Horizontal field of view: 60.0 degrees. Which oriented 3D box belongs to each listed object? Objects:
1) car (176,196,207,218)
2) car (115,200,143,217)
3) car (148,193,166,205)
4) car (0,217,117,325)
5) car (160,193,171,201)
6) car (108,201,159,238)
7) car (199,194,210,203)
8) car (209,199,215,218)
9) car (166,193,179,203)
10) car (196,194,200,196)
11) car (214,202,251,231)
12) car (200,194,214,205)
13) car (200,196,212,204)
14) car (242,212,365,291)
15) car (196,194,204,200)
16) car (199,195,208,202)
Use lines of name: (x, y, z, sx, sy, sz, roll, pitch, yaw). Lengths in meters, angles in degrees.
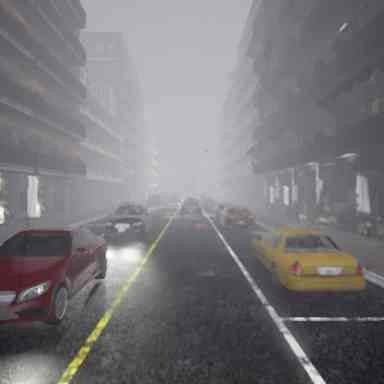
car: (-0.066, 1.407, 29.561, 2.128, 1.511, 4.902, 0, 0, 0)
car: (-5.828, 1.503, 31.212, 1.802, 1.307, 4.206, 0, 0, 0)
car: (-5.934, 1.186, 53.862, 2.192, 1.841, 5.009, 0, 0, 0)
car: (-3.126, 1.505, 7.216, 1.812, 1.442, 4.674, 0, 0, 0)
car: (-6.041, 1.149, 76.508, 2.192, 1.841, 5.009, 0, 0, 0)
car: (-3.165, 1.440, 17.409, 2.128, 1.511, 4.902, 0, 0, 0)
car: (2.393, 1.272, 65.203, 1.967, 1.590, 4.097, 0, 0, 0)
car: (2.579, 1.463, 25.568, 1.887, 1.381, 4.507, 0, 0, 0)
car: (-3.312, 1.198, 64.731, 2.097, 1.767, 4.553, 0, 0, 0)
car: (-0.134, 1.399, 47.613, 1.812, 1.442, 4.674, 0, 0, 0)
car: (2.605, 1.477, 19.907, 1.887, 1.381, 4.507, 0, 0, 0)
car: (2.473, 1.419, 48.218, 2.008, 1.369, 4.403, 0, 0, 0)
car: (2.420, 1.387, 59.543, 1.887, 1.381, 4.507, 0, 0, 0)
car: (2.658, 1.489, 8.755, 1.752, 1.417, 4.829, 0, 0, 0)
car: (1.977, 1.294, 83.812, 1.882, 1.535, 5.008, 0, 0, 0)
car: (2.367, 1.404, 70.867, 1.802, 1.307, 4.206, 0, 0, 0)
